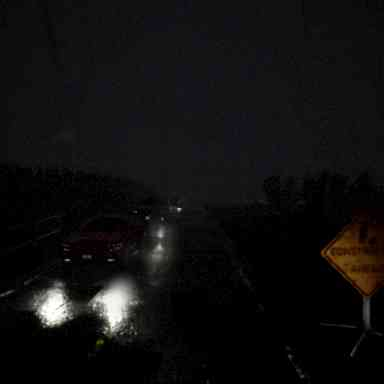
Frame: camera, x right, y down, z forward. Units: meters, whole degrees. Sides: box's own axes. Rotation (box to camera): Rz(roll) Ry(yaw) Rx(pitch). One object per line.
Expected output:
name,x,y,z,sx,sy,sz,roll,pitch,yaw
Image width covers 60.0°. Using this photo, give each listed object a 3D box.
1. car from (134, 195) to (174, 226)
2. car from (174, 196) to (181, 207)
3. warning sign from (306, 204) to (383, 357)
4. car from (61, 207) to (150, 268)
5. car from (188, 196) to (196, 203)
car,-2.776,1.254,23.810,2.150,2.045,5.566,0,1,0
car,-2.821,1.483,53.462,2.097,1.767,4.553,0,0,0
warning sign,2.441,1.121,4.670,1.300,1.860,1.060,-1,-1,0
car,-2.840,1.493,11.530,1.882,1.535,5.008,0,0,0
car,-0.001,1.718,78.168,1.882,1.535,5.008,0,0,0
